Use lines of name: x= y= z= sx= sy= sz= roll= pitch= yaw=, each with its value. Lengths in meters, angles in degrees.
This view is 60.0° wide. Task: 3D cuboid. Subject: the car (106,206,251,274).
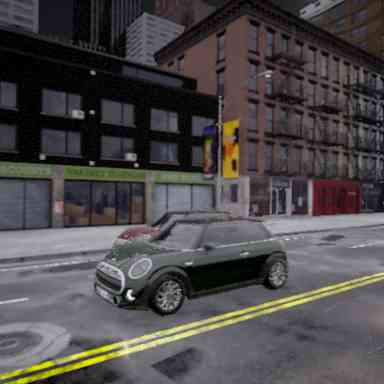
car: x=-0.350 y=1.431 z=11.412 sx=4.553 sy=1.767 sz=2.097 roll=1 pitch=-1 yaw=-35

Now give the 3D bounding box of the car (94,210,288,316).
car: x=0.132 y=1.409 z=7.764 sx=4.553 sy=1.767 sz=2.097 roll=1 pitch=-1 yaw=-35
